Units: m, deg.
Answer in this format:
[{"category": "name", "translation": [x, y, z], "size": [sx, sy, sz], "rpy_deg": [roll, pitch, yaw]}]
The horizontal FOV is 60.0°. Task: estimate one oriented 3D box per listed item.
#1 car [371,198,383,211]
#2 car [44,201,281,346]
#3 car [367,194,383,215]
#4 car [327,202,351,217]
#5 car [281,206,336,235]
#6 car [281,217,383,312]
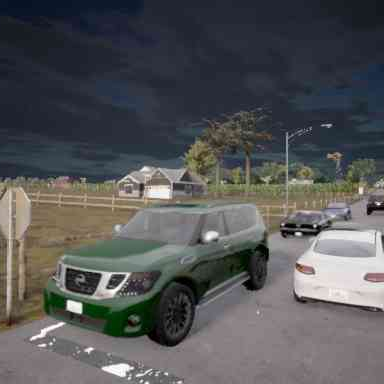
[{"category": "car", "translation": [24.384, 1.594, 42.903], "size": [2.033, 1.411, 5.357], "rpy_deg": [0, 0, 30]}, {"category": "car", "translation": [-0.150, 1.238, 6.953], "size": [2.150, 2.045, 5.566], "rpy_deg": [0, 0, 33]}, {"category": "car", "translation": [19.200, 1.265, 33.991], "size": [2.150, 2.045, 5.566], "rpy_deg": [0, 0, 32]}, {"category": "car", "translation": [11.969, 1.572, 27.374], "size": [1.812, 1.442, 4.674], "rpy_deg": [0, 0, 30]}, {"category": "car", "translation": [6.018, 1.635, 17.256], "size": [1.895, 1.301, 4.718], "rpy_deg": [0, 0, 30]}, {"category": "car", "translation": [3.598, 1.534, 7.522], "size": [1.812, 1.442, 4.674], "rpy_deg": [0, 0, 30]}]
